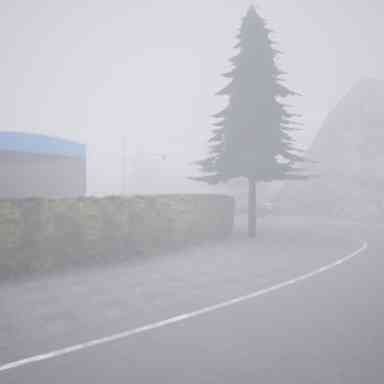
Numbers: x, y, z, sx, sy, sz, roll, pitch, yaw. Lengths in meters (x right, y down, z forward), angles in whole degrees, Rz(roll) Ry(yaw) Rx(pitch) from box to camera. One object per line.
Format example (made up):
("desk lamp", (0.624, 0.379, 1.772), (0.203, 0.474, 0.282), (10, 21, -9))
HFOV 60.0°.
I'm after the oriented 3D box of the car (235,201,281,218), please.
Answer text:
("car", (6.042, 1.550, 30.602), (1.812, 1.442, 4.674), (0, -1, -36))
